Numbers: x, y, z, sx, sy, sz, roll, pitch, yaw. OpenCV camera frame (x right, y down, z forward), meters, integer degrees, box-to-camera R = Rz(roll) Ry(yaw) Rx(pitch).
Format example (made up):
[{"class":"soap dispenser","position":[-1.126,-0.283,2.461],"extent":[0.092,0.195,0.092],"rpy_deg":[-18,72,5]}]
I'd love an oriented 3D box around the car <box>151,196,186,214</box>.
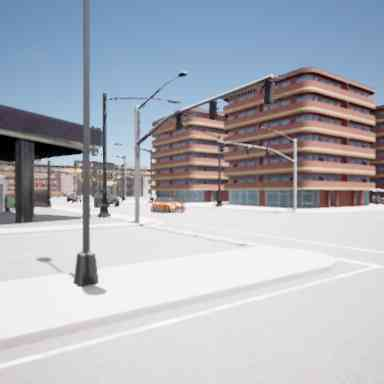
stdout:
[{"class":"car","position":[-2.566,1.367,36.137],"extent":[2.097,1.767,4.553],"rpy_deg":[0,0,-36]}]

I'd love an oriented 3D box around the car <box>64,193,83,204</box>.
[{"class":"car","position":[-22.327,1.321,63.031],"extent":[1.837,1.490,4.892],"rpy_deg":[0,0,-36]}]

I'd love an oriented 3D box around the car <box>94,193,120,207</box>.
[{"class":"car","position":[-12.807,1.237,50.004],"extent":[2.150,2.045,5.566],"rpy_deg":[0,0,-37]}]
